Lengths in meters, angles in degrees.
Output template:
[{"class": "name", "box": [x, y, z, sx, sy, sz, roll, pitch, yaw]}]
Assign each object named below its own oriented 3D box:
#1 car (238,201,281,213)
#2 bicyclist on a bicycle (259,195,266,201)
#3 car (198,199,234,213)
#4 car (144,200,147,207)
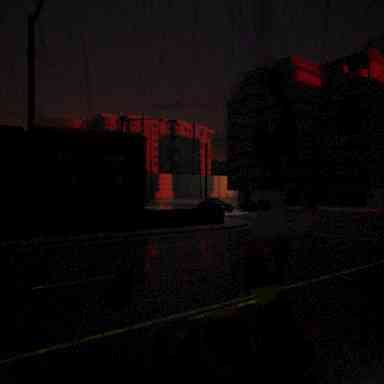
[{"class": "car", "box": [7.362, 1.595, 36.921, 1.895, 1.301, 4.718, 0, 0, -37]}, {"class": "bicyclist on a bicycle", "box": [9.718, 1.297, 45.827, 1.656, 1.620, 0.582, 0, 0, -37]}, {"class": "car", "box": [2.584, 1.521, 37.079, 1.812, 1.442, 4.674, 0, 0, -37]}, {"class": "car", "box": [-8.827, 1.487, 51.981, 2.128, 1.511, 4.902, 0, 0, -37]}]
